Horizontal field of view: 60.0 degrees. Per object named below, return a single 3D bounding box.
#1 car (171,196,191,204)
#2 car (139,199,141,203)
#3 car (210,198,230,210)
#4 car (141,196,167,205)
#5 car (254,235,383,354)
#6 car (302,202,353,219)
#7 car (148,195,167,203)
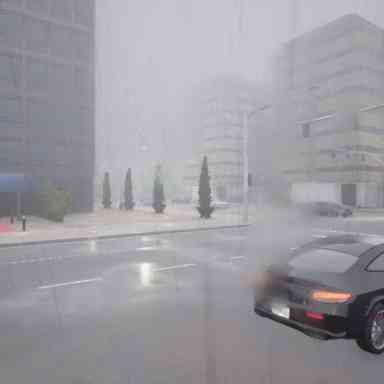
[{"bbox_3d":[-2.060,1.525,62.221,1.812,1.442,4.674,0,0,-35],"label":"car"},{"bbox_3d":[-8.788,1.563,65.722,1.994,1.385,4.181,0,0,-35],"label":"car"},{"bbox_3d":[2.914,1.525,42.595,1.812,1.442,4.674,0,0,-35],"label":"car"},{"bbox_3d":[-6.088,1.600,55.449,1.895,1.301,4.718,0,0,-35],"label":"car"},{"bbox_3d":[3.149,1.526,6.066,4.674,1.442,1.812,0,0,-35],"label":"car"},{"bbox_3d":[11.998,1.564,29.642,1.994,1.385,4.181,0,0,-35],"label":"car"},{"bbox_3d":[-7.344,1.502,69.697,1.837,1.490,4.892,0,0,-35],"label":"car"}]
